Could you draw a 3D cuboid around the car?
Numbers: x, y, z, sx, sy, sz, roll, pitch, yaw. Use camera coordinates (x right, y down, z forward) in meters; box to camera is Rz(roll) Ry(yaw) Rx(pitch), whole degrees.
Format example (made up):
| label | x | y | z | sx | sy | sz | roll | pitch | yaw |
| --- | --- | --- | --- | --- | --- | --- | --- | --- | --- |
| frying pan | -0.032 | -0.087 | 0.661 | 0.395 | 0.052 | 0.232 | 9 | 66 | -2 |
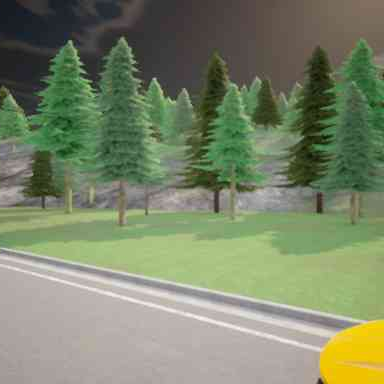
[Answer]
| label | x | y | z | sx | sy | sz | roll | pitch | yaw |
| --- | --- | --- | --- | --- | --- | --- | --- | --- | --- |
| car | 3.251 | 1.479 | 1.672 | 5.008 | 1.535 | 1.882 | 0 | 0 | 35 |
